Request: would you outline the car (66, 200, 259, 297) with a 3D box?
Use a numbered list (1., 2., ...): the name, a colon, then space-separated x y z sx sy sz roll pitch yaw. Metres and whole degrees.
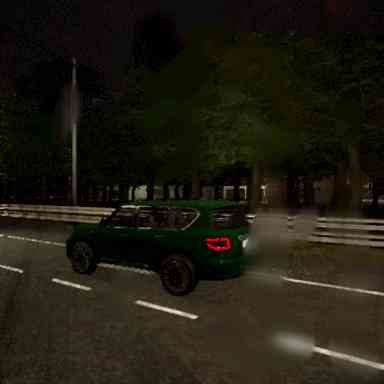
1. car: -0.988 1.232 8.874 5.566 2.045 2.150 0 0 36
